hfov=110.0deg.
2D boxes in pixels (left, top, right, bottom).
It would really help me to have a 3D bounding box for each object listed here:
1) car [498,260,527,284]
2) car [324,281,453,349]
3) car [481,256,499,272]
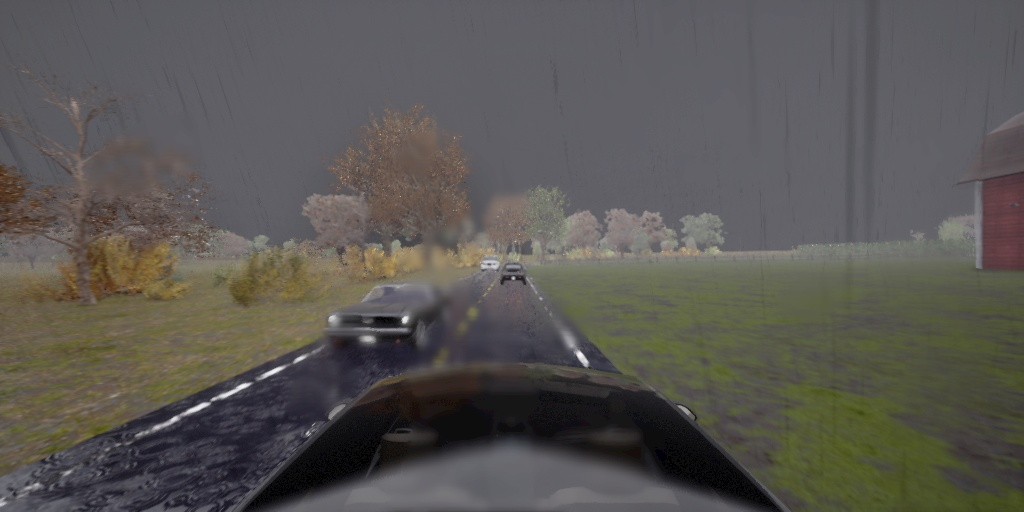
[{"bbox_3d":[0.094,1.277,27.120,1.837,1.490,4.892,0,0,0],"label":"car"},{"bbox_3d":[-2.837,1.360,9.317,1.895,1.301,4.718,0,0,0],"label":"car"},{"bbox_3d":[-2.829,0.972,47.263,2.150,2.045,5.566,0,0,0],"label":"car"}]
